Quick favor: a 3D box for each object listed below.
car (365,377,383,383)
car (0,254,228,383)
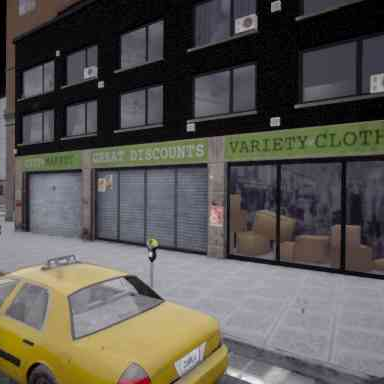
[{"bbox_3d":[2.793,1.551,1.097,4.403,1.369,2.008,0,1,36],"label":"car"},{"bbox_3d":[-1.892,1.524,4.441,4.829,1.417,1.752,0,1,36],"label":"car"}]
